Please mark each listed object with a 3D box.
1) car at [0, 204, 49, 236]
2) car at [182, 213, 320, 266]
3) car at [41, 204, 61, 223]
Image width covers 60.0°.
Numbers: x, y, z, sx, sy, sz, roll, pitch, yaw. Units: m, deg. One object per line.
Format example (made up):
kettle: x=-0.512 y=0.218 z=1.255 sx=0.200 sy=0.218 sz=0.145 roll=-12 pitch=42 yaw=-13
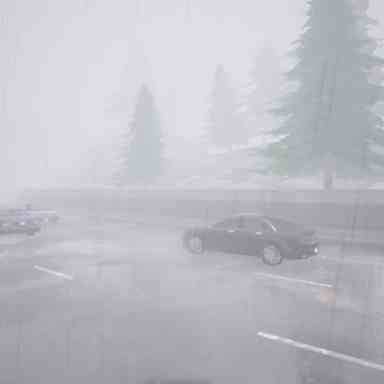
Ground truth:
car: x=-9.412 y=1.442 z=16.595 sx=5.357 sy=1.411 sz=2.033 roll=1 pitch=0 yaw=43
car: x=1.851 y=1.491 z=11.552 sx=4.892 sy=1.490 sz=1.837 roll=1 pitch=0 yaw=38
car: x=-10.946 y=1.468 z=23.035 sx=1.895 sy=1.301 sz=4.718 roll=0 pitch=0 yaw=-44
